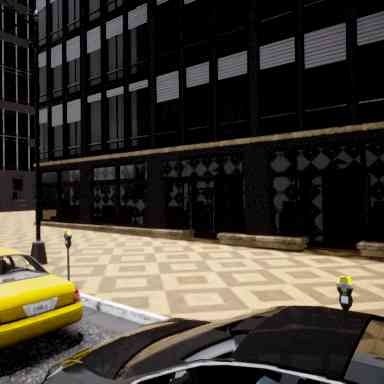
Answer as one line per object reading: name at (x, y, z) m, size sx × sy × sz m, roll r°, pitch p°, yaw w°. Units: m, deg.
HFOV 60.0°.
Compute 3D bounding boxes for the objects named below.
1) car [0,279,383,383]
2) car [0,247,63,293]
car at (0.703, 1.566, 2.345) m, size 4.313 × 1.339 × 1.947 m, roll 0°, pitch -1°, yaw 35°
car at (-3.932, 1.527, 5.859) m, size 4.829 × 1.417 × 1.752 m, roll 0°, pitch -1°, yaw 35°
